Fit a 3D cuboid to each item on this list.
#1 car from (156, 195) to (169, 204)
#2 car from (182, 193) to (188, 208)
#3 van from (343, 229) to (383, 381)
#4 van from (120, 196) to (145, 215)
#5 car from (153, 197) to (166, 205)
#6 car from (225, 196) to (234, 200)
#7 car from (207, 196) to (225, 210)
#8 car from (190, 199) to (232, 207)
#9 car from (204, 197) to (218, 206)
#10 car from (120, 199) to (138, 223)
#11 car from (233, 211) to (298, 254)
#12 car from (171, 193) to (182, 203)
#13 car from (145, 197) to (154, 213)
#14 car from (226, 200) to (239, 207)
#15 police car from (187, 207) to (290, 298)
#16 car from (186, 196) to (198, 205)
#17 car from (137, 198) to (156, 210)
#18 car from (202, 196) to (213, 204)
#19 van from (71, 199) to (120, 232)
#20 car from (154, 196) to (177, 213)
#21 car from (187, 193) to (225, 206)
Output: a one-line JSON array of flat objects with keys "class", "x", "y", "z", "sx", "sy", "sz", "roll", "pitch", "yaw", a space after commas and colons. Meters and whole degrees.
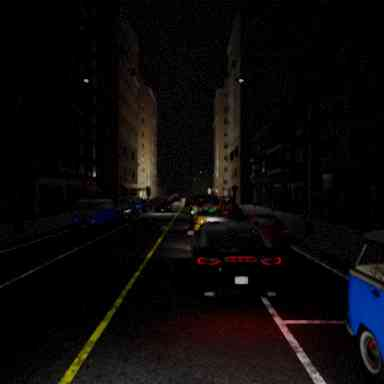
[{"class": "car", "x": -5.606, "y": 1.333, "z": 63.406, "sx": 1.967, "sy": 1.590, "sz": 4.097, "roll": 0, "pitch": 0, "yaw": 0}, {"class": "car", "x": 0.062, "y": 1.271, "z": 45.502, "sx": 2.097, "sy": 1.767, "sz": 4.553, "roll": 0, "pitch": 0, "yaw": 0}, {"class": "van", "x": 2.857, "y": 1.335, "z": 2.882, "sx": 1.690, "sy": 1.788, "sz": 3.998, "roll": 0, "pitch": 0, "yaw": 0}, {"class": "van", "x": -5.640, "y": 1.284, "z": 30.397, "sx": 1.690, "sy": 1.788, "sz": 3.998, "roll": 0, "pitch": 0, "yaw": 0}, {"class": "car", "x": -5.612, "y": 1.482, "z": 57.904, "sx": 1.802, "sy": 1.307, "sz": 4.206, "roll": 0, "pitch": 0, "yaw": 0}, {"class": "car", "x": 2.885, "y": 1.258, "z": 30.388, "sx": 2.192, "sy": 1.841, "sz": 5.009, "roll": 0, "pitch": 0, "yaw": 0}, {"class": "car", "x": 2.897, "y": 1.365, "z": 41.391, "sx": 1.967, "sy": 1.590, "sz": 4.097, "roll": 0, "pitch": 0, "yaw": 0}, {"class": "car", "x": 0.918, "y": 1.419, "z": 18.752, "sx": 1.801, "sy": 1.575, "sz": 5.366, "roll": 0, "pitch": 0, "yaw": 0}, {"class": "car", "x": 2.908, "y": 1.459, "z": 52.394, "sx": 2.008, "sy": 1.369, "sz": 4.403, "roll": 0, "pitch": 0, "yaw": 0}, {"class": "car", "x": -5.645, "y": 1.504, "z": 24.896, "sx": 2.008, "sy": 1.369, "sz": 4.403, "roll": 0, "pitch": 0, "yaw": 0}, {"class": "car", "x": 2.869, "y": 1.555, "z": 13.885, "sx": 1.802, "sy": 1.307, "sz": 4.206, "roll": 0, "pitch": 0, "yaw": 0}, {"class": "car", "x": -2.929, "y": 1.439, "z": 64.667, "sx": 2.033, "sy": 1.411, "sz": 5.357, "roll": 0, "pitch": 0, "yaw": 0}, {"class": "car", "x": -5.634, "y": 1.500, "z": 35.899, "sx": 1.947, "sy": 1.339, "sz": 4.313, "roll": 0, "pitch": 0, "yaw": 0}, {"class": "car", "x": 2.881, "y": 1.535, "z": 24.887, "sx": 1.802, "sy": 1.307, "sz": 4.206, "roll": 0, "pitch": 0, "yaw": 0}, {"class": "police car", "x": 0.908, "y": 1.408, "z": 8.671, "sx": 1.930, "sy": 1.638, "sz": 5.238, "roll": 0, "pitch": 0, "yaw": 0}, {"class": "car", "x": 0.059, "y": 1.463, "z": 58.904, "sx": 1.994, "sy": 1.385, "sz": 4.181, "roll": 0, "pitch": 0, "yaw": 0}, {"class": "car", "x": -5.628, "y": 1.507, "z": 41.400, "sx": 1.802, "sy": 1.307, "sz": 4.206, "roll": 0, "pitch": 0, "yaw": 0}, {"class": "car", "x": 2.919, "y": 1.459, "z": 63.397, "sx": 1.947, "sy": 1.339, "sz": 4.313, "roll": 0, "pitch": 0, "yaw": 0}, {"class": "van", "x": -5.651, "y": 1.304, "z": 19.395, "sx": 1.690, "sy": 1.788, "sz": 3.998, "roll": 0, "pitch": 0, "yaw": 0}, {"class": "car", "x": -3.064, "y": 1.480, "z": 36.821, "sx": 2.033, "sy": 1.411, "sz": 5.357, "roll": 0, "pitch": 0, "yaw": 0}, {"class": "car", "x": 0.924, "y": 1.178, "z": 24.592, "sx": 2.150, "sy": 2.045, "sz": 5.566, "roll": 0, "pitch": 0, "yaw": 0}]
